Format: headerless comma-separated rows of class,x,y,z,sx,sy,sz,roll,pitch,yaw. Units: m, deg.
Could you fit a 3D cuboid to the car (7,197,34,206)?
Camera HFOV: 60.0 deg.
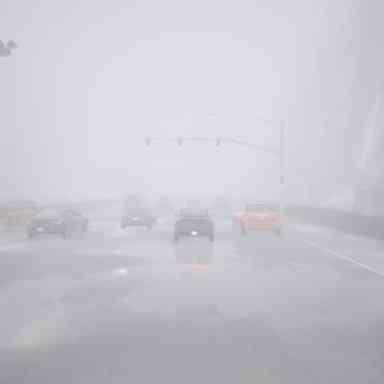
car,-27.844,1.451,54.159,1.895,1.301,4.718,0,1,0

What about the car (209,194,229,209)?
car,3.665,1.311,41.677,2.097,1.767,4.553,0,0,0

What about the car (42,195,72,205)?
car,-17.424,1.421,43.823,1.882,1.535,5.008,0,0,0

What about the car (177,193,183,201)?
car,-3.200,1.092,72.727,1.837,1.490,4.892,0,1,0

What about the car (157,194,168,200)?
car,-6.682,1.099,75.166,1.994,1.385,4.181,0,1,0

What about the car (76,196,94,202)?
car,-17.344,1.378,54.113,1.812,1.442,4.674,0,1,0

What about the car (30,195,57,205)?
car,-24.339,1.335,54.799,2.128,1.511,4.902,0,1,0

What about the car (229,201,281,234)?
car,3.599,1.367,19.294,2.097,1.767,4.553,0,0,0

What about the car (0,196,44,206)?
car,-17.495,1.486,34.115,1.837,1.490,4.892,0,0,0

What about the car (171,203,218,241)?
car,0.099,1.517,16.810,1.837,1.490,4.892,0,0,0

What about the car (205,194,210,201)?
car,3.802,1.139,73.083,1.994,1.385,4.181,0,1,0

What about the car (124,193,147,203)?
car,-6.846,1.182,40.602,2.150,2.045,5.566,0,0,0

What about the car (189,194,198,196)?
car,0.303,1.064,73.114,1.882,1.535,5.008,0,1,0

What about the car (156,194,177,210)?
car,-3.336,1.310,41.713,2.097,1.767,4.553,0,0,0

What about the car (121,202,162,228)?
car,-3.402,1.580,22.142,1.994,1.385,4.181,0,0,0

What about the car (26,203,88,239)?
car,-6.915,1.537,17.448,1.812,1.442,4.674,0,0,0

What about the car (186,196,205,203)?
car,0.137,1.518,38.224,2.033,1.411,5.357,0,0,0
